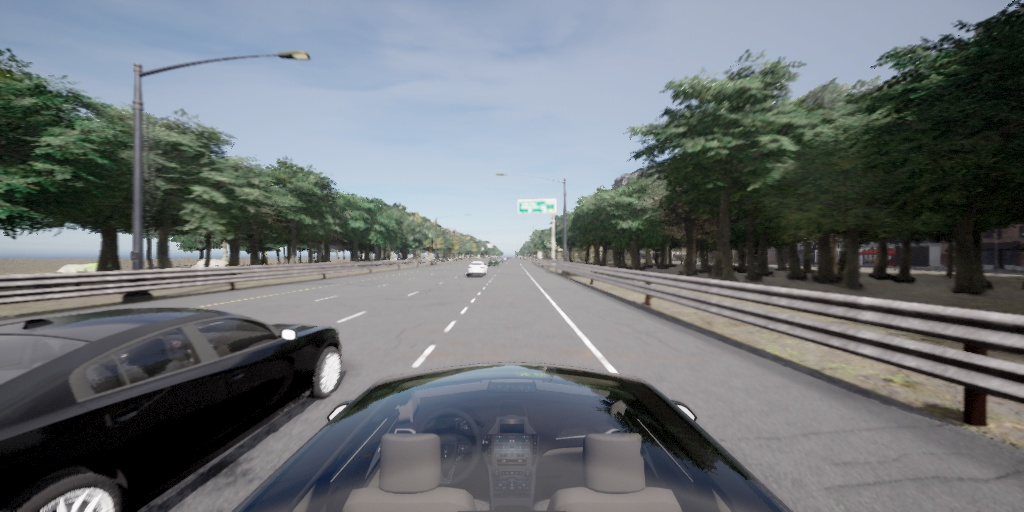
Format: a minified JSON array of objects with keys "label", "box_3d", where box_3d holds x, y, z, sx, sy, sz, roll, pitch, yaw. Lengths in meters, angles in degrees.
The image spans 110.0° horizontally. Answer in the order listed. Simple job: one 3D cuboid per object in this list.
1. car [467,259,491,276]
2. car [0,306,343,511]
[{"label":"car","box_3d":[-3.457,1.275,36.618,1.812,1.442,4.674,0,0,0]},{"label":"car","box_3d":[-3.502,1.227,3.469,1.882,1.535,5.008,0,0,0]}]
